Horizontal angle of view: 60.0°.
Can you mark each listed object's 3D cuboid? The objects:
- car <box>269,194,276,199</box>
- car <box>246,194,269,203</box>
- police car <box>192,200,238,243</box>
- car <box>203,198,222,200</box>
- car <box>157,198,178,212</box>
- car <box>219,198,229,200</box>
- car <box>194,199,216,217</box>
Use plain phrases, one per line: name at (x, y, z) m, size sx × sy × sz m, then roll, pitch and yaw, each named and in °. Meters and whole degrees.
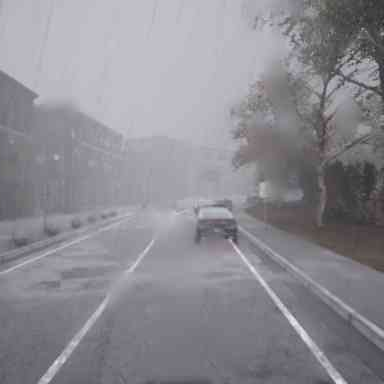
car at (16.764, 0.874, 74.079) m, size 4.674 × 1.442 × 1.812 m, roll -2°, pitch 0°, yaw -32°
car at (12.182, 1.219, 63.473) m, size 1.837 × 1.490 × 4.892 m, roll -1°, pitch 1°, yaw 40°
police car at (1.054, 1.410, 16.261) m, size 1.930 × 1.638 × 5.238 m, roll 0°, pitch 0°, yaw 0°
car at (1.087, 1.480, 26.107) m, size 1.837 × 1.490 × 4.892 m, roll 0°, pitch 0°, yaw 1°
car at (-2.755, 1.473, 38.013) m, size 1.837 × 1.490 × 4.892 m, roll 0°, pitch 0°, yaw 6°
car at (4.724, 1.493, 50.897) m, size 1.895 × 1.301 × 4.718 m, roll 0°, pitch 0°, yaw 23°
car at (1.320, 1.445, 31.952) m, size 1.882 × 1.535 × 5.008 m, roll 0°, pitch 0°, yaw 4°
